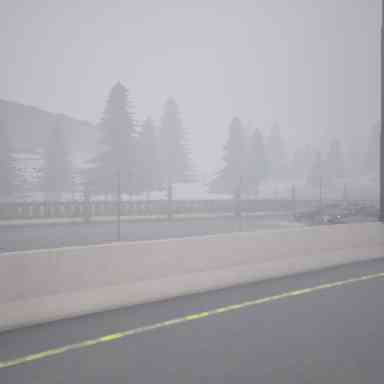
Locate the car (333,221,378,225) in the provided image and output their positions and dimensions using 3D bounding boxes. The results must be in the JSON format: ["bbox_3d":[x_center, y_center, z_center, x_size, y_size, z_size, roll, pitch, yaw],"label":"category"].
[{"bbox_3d":[9.923,1.551,17.407,5.357,1.411,2.033,0,0,-25],"label":"car"}]
